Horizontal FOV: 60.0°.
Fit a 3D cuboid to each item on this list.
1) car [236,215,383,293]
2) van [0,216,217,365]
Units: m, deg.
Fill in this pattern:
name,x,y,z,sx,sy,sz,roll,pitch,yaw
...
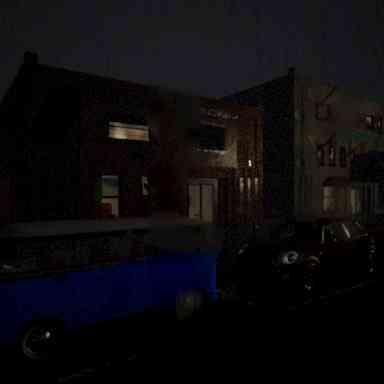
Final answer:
name,x,y,z,sx,sy,sz,roll,pitch,yaw
car,3.059,1.438,8.764,4.097,1.590,1.967,0,-1,-36
van,-1.452,1.341,5.534,3.998,1.788,1.690,0,-1,-36
